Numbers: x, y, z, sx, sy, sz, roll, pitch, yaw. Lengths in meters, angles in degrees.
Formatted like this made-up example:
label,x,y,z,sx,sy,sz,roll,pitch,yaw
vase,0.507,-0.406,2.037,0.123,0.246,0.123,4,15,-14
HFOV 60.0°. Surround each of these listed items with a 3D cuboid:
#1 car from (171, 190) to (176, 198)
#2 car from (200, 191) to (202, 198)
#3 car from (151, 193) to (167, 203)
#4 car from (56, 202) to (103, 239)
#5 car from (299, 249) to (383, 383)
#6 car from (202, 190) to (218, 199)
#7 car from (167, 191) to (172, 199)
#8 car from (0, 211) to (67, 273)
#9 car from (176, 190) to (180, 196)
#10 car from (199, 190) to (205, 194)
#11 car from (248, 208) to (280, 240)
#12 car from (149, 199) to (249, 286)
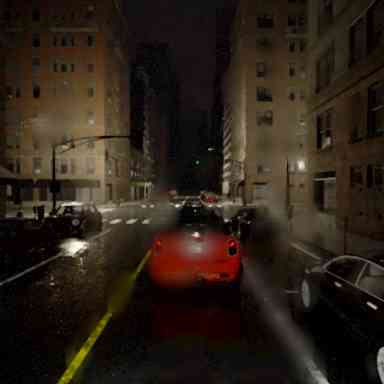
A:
label,x,y,z,sx,sy,sz,roll,pitch,yaw
car,-5.350,0.750,79.710,1.752,1.417,4.829,0,0,0
car,3.098,0.908,63.618,2.008,1.369,4.403,0,0,0
car,-5.479,1.036,52.839,1.802,1.307,4.206,0,1,0
car,-5.623,1.266,15.737,1.967,1.590,4.097,0,1,0
car,2.870,1.498,4.711,2.008,1.369,4.403,0,1,0
car,3.046,0.896,52.799,1.967,1.590,4.097,0,1,0
car,-5.426,0.907,63.655,2.008,1.369,4.403,0,1,0
car,-5.640,1.468,10.237,1.802,1.307,4.206,0,1,0
car,-5.299,0.460,90.695,2.192,1.841,5.009,0,0,0
car,3.149,0.706,74.434,1.967,1.590,4.097,0,0,0
car,2.902,1.393,15.712,1.947,1.339,4.313,0,1,0
car,0.105,1.249,9.243,2.097,1.767,4.553,0,1,0
